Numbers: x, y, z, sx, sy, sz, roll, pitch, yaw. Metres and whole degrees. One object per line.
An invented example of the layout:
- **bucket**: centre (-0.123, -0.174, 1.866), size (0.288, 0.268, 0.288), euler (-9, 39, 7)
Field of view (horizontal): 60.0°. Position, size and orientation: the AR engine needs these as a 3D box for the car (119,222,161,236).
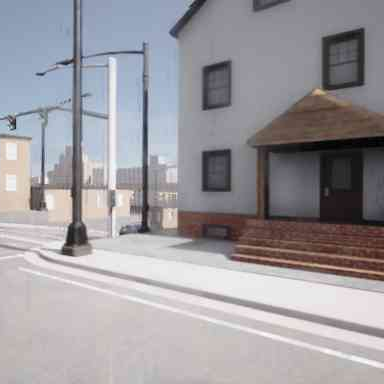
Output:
- **car**: centre (-4.175, 3.260, 28.257), size (1.994, 1.385, 4.181), euler (0, -8, 36)
